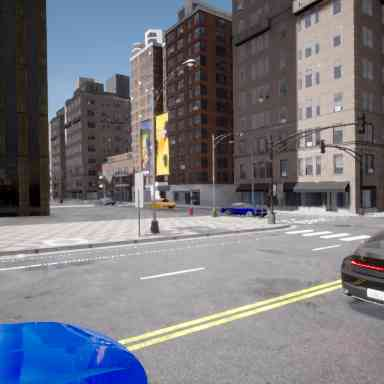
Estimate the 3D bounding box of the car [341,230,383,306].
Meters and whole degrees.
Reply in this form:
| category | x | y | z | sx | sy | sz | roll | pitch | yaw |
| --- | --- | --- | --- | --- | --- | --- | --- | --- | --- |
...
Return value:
| category | x | y | z | sx | sy | sz | roll | pitch | yaw |
| --- | --- | --- | --- | --- | --- | --- | --- | --- | --- |
| car | 5.114 | 1.504 | 7.092 | 4.892 | 1.490 | 1.837 | 0 | 0 | -36 |

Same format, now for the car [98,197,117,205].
| category | x | y | z | sx | sy | sz | roll | pitch | yaw |
| --- | --- | --- | --- | --- | --- | --- | --- | --- | --- |
| car | -17.193 | 1.742 | 67.583 | 2.033 | 1.411 | 5.357 | -1 | 0 | -35 |

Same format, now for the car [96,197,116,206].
| category | x | y | z | sx | sy | sz | roll | pitch | yaw |
| --- | --- | --- | --- | --- | --- | --- | --- | --- | --- |
| car | -15.565 | 1.766 | 59.883 | 2.033 | 1.411 | 5.357 | -1 | 0 | -35 |

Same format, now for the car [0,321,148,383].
| category | x | y | z | sx | sy | sz | roll | pitch | yaw |
| --- | --- | --- | --- | --- | --- | --- | --- | --- | --- |
| car | -2.577 | 1.478 | 1.603 | 5.008 | 1.535 | 1.882 | 0 | 0 | -35 |

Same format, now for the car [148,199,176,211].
| category | x | y | z | sx | sy | sz | roll | pitch | yaw |
| --- | --- | --- | --- | --- | --- | --- | --- | --- | --- |
| car | -3.901 | 1.623 | 43.151 | 1.882 | 1.535 | 5.008 | -1 | 1 | -35 |

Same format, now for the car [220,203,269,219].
| category | x | y | z | sx | sy | sz | roll | pitch | yaw |
| --- | --- | --- | --- | --- | --- | --- | --- | --- | --- |
| car | 4.819 | 1.694 | 30.766 | 1.895 | 1.301 | 4.718 | -1 | 1 | -35 |
